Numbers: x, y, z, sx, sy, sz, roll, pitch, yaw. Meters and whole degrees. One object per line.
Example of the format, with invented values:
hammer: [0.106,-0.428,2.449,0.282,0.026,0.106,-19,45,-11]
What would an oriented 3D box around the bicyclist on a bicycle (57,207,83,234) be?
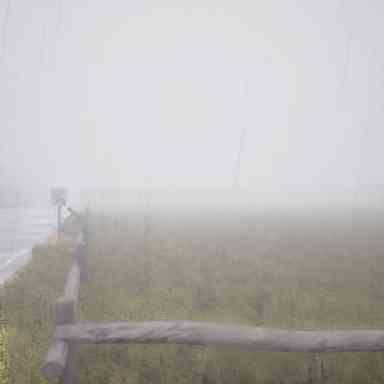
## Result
bicyclist on a bicycle: [-6.647,1.645,18.512,1.656,1.620,0.582,-1,0,-17]
